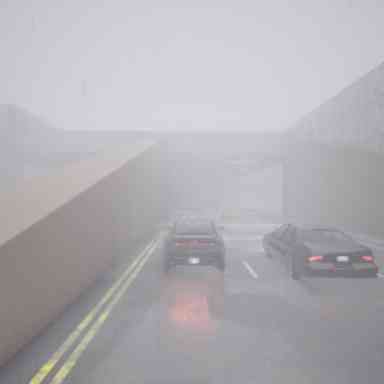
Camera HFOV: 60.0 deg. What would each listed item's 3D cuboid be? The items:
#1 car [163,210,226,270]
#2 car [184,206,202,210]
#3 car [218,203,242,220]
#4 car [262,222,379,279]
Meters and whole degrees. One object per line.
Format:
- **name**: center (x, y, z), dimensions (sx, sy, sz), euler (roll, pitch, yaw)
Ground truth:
- **car**: center (0.073, 1.610, 11.402), dimensions (1.837, 1.490, 4.892), euler (0, 0, 0)
- **car**: center (0.070, 1.775, 25.348), dimensions (2.033, 1.411, 5.357), euler (0, 0, 0)
- **car**: center (3.593, 1.763, 31.808), dimensions (1.882, 1.535, 5.008), euler (0, -1, 0)
- **car**: center (3.568, 1.642, 10.348), dimensions (2.033, 1.411, 5.357), euler (0, 0, 0)
